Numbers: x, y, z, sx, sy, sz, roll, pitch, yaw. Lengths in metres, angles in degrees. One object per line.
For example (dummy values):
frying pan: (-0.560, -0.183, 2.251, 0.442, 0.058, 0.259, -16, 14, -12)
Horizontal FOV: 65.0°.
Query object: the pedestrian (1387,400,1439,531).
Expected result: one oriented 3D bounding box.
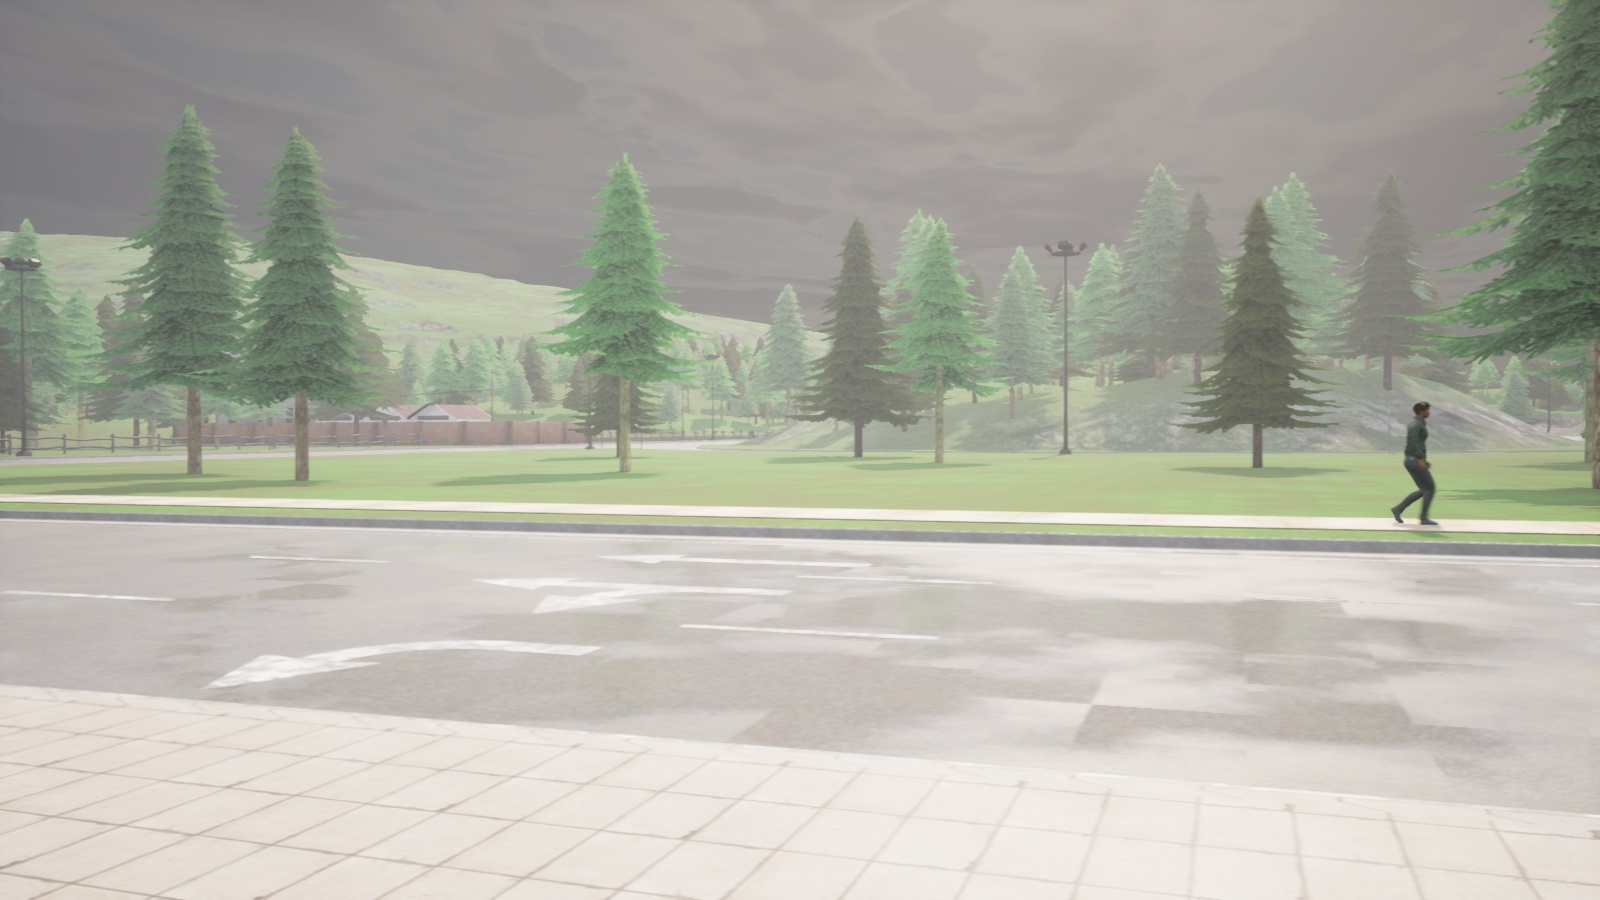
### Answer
pedestrian: (8.725, 0.212, 17.880, 0.614, 1.847, 0.353, 1, 1, 20)
